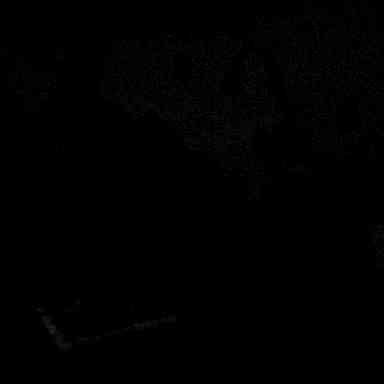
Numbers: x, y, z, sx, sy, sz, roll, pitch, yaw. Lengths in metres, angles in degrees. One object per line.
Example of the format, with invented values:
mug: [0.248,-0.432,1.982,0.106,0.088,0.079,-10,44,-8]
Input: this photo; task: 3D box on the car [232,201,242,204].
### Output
car: [3.933,1.663,31.760,1.837,1.490,4.892,0,0,-35]

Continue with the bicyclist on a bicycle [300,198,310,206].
bicyclist on a bicycle: [10.908,1.418,32.018,1.656,1.620,0.582,0,0,-35]
